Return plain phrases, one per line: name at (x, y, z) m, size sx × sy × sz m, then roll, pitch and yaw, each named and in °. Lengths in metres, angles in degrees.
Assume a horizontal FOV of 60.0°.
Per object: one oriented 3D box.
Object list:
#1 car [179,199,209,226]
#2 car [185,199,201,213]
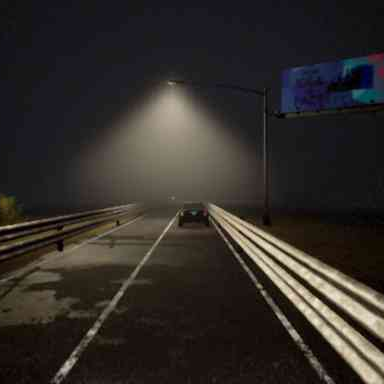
car at (0.131, 1.475, 24.561) m, size 2.097 × 1.767 × 4.553 m, roll 0°, pitch 0°, yaw 0°
car at (0.153, 1.709, 41.475) m, size 1.837 × 1.490 × 4.892 m, roll 0°, pitch -1°, yaw 0°
